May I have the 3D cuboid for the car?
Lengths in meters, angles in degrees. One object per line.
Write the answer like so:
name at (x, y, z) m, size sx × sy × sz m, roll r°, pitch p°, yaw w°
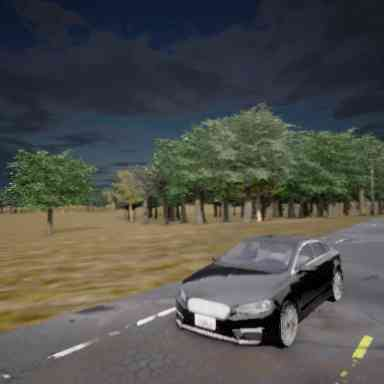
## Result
car at (1.671, 1.673, 6.811) m, size 2.128 × 1.511 × 4.902 m, roll -2°, pitch -2°, yaw 37°
